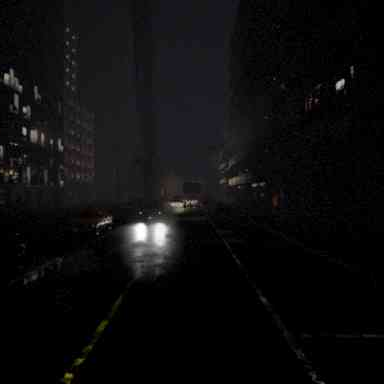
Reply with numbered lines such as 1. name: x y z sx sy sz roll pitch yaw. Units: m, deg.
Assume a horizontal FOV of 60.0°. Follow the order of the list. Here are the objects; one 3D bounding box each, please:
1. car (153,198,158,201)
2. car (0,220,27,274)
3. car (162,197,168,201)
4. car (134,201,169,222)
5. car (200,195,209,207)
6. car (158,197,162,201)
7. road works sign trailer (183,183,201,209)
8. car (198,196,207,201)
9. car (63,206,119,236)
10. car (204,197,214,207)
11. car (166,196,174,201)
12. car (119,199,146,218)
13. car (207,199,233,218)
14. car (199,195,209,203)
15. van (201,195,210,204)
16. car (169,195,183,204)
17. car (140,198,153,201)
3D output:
1. car: -5.698 1.595 41.001 2.008 1.369 4.403 0 0 0
2. car: -5.692 1.446 7.805 1.967 1.590 4.097 0 0 0
3. car: -5.701 1.596 57.429 1.752 1.417 4.829 0 0 0
4. car: -3.104 1.627 26.844 1.895 1.301 4.718 0 0 0
5. car: 2.681 1.501 52.067 1.967 1.590 4.097 0 0 0
6. car: -5.699 1.597 46.533 1.887 1.381 4.507 0 0 0
7. road works sign trailer: -0.008 0.515 45.737 2.380 3.560 2.880 0 0 0
8. car: 2.674 1.678 85.263 2.008 1.369 4.403 0 0 0
9. car: -5.694 1.542 18.701 1.752 1.417 4.829 0 0 0
10. car: 2.684 1.588 35.470 2.008 1.369 4.403 0 0 0
11. car: -5.706 1.652 85.092 1.752 1.417 4.829 0 0 0
12. car: -5.696 1.581 29.936 2.008 1.369 4.403 0 0 0
13. car: 2.685 1.581 29.937 2.008 1.369 4.403 0 0 0
14. car: 2.676 1.544 74.198 1.967 1.590 4.097 0 0 0
15. van: 2.677 1.434 68.665 1.690 1.788 3.998 0 0 0
16. car: -3.015 1.444 67.477 2.097 1.767 4.553 0 0 0
17. car: -5.697 1.477 35.469 1.967 1.590 4.097 0 0 0
